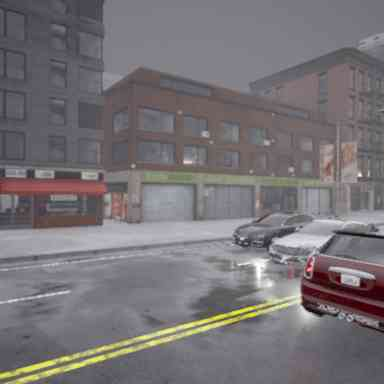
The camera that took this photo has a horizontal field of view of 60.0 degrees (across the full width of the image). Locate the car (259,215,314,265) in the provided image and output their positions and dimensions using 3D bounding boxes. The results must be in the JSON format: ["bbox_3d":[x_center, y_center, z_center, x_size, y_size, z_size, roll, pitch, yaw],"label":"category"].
[{"bbox_3d":[4.575,1.623,10.934,4.674,1.442,1.812,1,0,-35],"label":"car"}]

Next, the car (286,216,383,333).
[{"bbox_3d":[4.205,1.420,6.433,4.553,1.767,2.097,1,0,-35],"label":"car"}]

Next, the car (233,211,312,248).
[{"bbox_3d":[3.950,1.617,14.479,4.892,1.490,1.837,1,0,-35],"label":"car"}]
